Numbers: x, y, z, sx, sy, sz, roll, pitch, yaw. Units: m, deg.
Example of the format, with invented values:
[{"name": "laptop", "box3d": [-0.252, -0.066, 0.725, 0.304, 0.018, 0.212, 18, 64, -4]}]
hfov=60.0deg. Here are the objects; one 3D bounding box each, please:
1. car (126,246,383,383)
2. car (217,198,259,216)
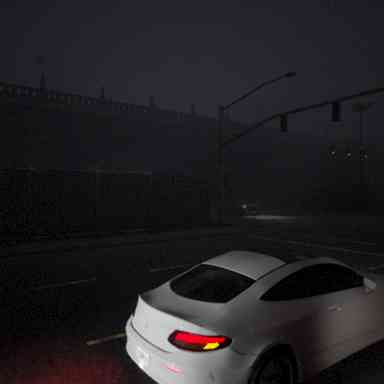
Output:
[{"name": "car", "box3d": [1.378, 1.525, 4.766, 4.674, 1.442, 1.812, 0, 0, -35]}, {"name": "car", "box3d": [4.633, 1.406, 33.976, 2.097, 1.767, 4.553, 0, 0, -36]}]
